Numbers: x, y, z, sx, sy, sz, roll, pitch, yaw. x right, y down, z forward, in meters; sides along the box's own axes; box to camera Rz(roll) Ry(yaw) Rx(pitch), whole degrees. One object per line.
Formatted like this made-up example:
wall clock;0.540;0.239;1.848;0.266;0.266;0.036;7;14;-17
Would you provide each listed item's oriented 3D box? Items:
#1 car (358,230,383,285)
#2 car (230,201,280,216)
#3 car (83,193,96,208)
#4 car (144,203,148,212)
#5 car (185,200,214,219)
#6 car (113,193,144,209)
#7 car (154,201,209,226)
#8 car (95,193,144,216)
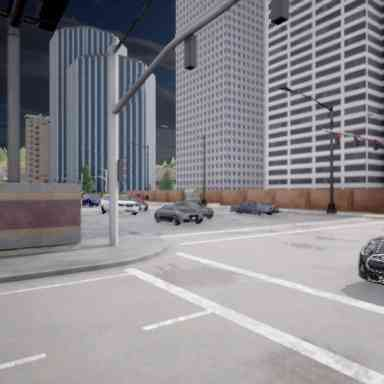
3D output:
car;6.221;1.348;8.430;4.553;1.767;2.097;0;0;-36
car;5.957;1.538;32.093;2.033;1.411;5.357;0;0;-32
car;-14.263;1.216;48.644;2.150;2.045;5.566;0;0;-35
car;-6.718;1.485;37.882;2.128;1.511;4.902;0;0;-35
car;-0.067;1.498;28.444;1.837;1.490;4.892;0;0;-35
car;-9.216;1.213;47.838;2.150;2.045;5.566;0;0;-35
car;-1.029;1.559;23.737;1.994;1.385;4.181;0;0;-35
car;-7.206;1.217;32.496;2.150;2.045;5.566;0;0;-35
